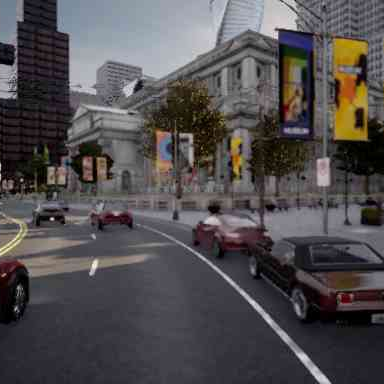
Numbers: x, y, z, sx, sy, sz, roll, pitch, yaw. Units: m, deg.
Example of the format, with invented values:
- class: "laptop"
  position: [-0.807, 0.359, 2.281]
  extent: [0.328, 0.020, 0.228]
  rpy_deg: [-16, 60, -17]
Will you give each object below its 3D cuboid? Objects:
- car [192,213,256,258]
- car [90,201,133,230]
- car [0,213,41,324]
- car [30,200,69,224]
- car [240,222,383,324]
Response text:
- class: "car"
  position: [1.344, 1.503, 12.718]
  extent: [2.002, 1.452, 4.674]
  rpy_deg: [0, 0, -15]
- class: "car"
  position: [-5.367, 1.364, 21.808]
  extent: [2.097, 1.767, 4.553]
  rpy_deg: [0, 0, -24]
- class: "car"
  position: [-3.922, 1.370, 4.319]
  extent: [2.097, 1.767, 4.553]
  rpy_deg: [0, 0, -5]
- class: "car"
  position: [-10.555, 1.545, 24.275]
  extent: [1.837, 1.490, 4.892]
  rpy_deg: [0, 0, -30]
- class: "car"
  position: [2.597, 1.575, 7.126]
  extent: [1.895, 1.301, 4.718]
  rpy_deg: [0, 0, -5]
